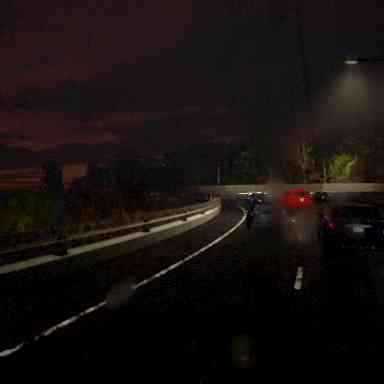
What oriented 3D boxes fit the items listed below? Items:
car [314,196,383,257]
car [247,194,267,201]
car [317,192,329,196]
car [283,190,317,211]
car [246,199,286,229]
[{"bbox_3d":[5.847,1.180,12.362,2.097,1.767,4.553,0,1,18],"label":"car"},{"bbox_3d":[7.330,0.947,37.111,2.097,1.767,4.553,-1,1,6],"label":"car"},{"bbox_3d":[17.278,0.772,44.527,2.097,1.767,4.553,0,1,15],"label":"car"},{"bbox_3d":[10.502,0.813,33.428,2.150,2.045,5.566,0,1,7],"label":"car"},{"bbox_3d":[4.354,1.343,19.794,1.994,1.385,4.181,0,1,14],"label":"car"}]
